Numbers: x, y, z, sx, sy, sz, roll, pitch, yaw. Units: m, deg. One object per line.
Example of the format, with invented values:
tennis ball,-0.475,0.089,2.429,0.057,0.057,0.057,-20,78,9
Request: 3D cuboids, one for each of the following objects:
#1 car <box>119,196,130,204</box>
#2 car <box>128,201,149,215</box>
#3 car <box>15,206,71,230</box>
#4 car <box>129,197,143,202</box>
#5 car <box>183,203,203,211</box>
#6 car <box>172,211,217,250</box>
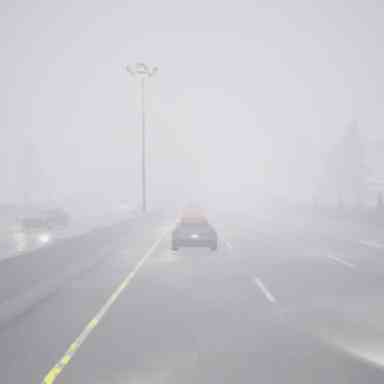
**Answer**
car,-13.969,1.600,69.987,2.128,1.511,4.902,0,3,0
car,-7.045,2.339,45.394,1.812,1.442,4.674,0,-1,0
car,-10.577,1.902,24.483,1.882,1.535,5.008,0,-1,0
car,-10.476,1.894,65.363,1.882,1.535,5.008,0,3,0
car,0.116,1.978,35.328,2.097,1.767,4.553,0,-1,0
car,0.107,1.822,15.675,1.994,1.385,4.181,0,-1,0
